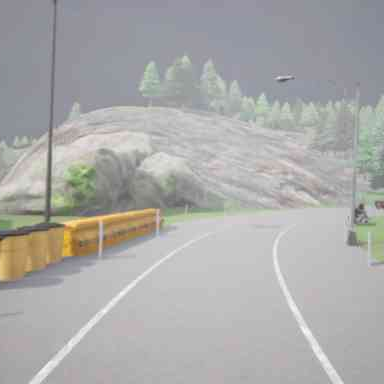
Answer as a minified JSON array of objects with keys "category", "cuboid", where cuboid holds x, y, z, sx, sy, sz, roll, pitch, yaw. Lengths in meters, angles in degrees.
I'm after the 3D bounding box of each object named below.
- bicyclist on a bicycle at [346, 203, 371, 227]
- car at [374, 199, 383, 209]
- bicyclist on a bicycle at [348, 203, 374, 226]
[{"category":"bicyclist on a bicycle","cuboid":[11.925,1.661,23.843,1.656,1.620,0.582,-2,-1,34]},{"category":"car","cuboid":[27.620,1.597,46.218,5.008,1.535,1.882,0,1,-25]},{"category":"bicyclist on a bicycle","cuboid":[12.506,1.663,24.664,0.582,1.620,1.656,-1,-1,-20]}]
